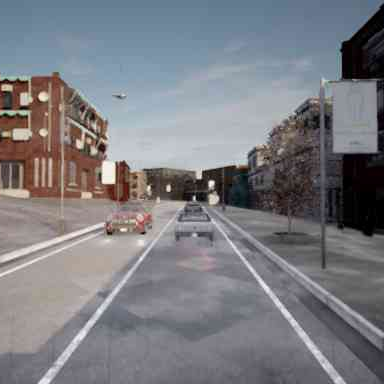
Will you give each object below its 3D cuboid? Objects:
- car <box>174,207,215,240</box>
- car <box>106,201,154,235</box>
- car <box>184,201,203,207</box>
[{"bbox_3d":[0.111,1.682,17.403,1.895,1.301,4.718,0,0,0],"label":"car"},{"bbox_3d":[-3.481,1.365,19.224,2.097,1.767,4.553,0,0,0],"label":"car"},{"bbox_3d":[0.136,1.677,35.870,2.128,1.511,4.902,0,0,0],"label":"car"}]
